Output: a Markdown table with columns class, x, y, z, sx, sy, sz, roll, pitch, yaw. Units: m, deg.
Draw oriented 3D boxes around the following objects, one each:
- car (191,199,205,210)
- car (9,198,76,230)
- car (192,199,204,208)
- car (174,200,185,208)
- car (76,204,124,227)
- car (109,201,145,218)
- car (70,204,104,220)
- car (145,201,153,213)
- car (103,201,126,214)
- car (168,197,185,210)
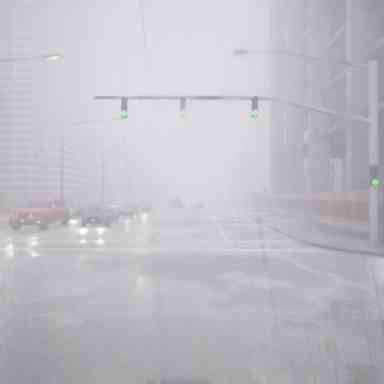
| class | x | y | z | sx | sy | sz | roll | pitch | yaw |
| --- | --- | --- | --- | --- | --- | --- | --- | --- | --- |
| car | 1.005 | 2.080 | 52.913 | 1.812 | 1.442 | 4.674 | 0 | -1 | 1 |
| car | -10.426 | 1.467 | 23.347 | 2.150 | 2.045 | 5.566 | 0 | -1 | 2 |
| car | 1.176 | 2.152 | 63.085 | 2.128 | 1.511 | 4.902 | 0 | -1 | 1 |
| car | -2.318 | 2.266 | 63.467 | 1.895 | 1.301 | 4.718 | 0 | -1 | 1 |
| car | -6.878 | 1.829 | 25.250 | 1.994 | 1.385 | 4.181 | 0 | -1 | 1 |
| car | -6.642 | 1.909 | 34.490 | 2.033 | 1.411 | 5.357 | 0 | -1 | 2 |
| car | -10.203 | 1.908 | 32.746 | 1.994 | 1.385 | 4.181 | 0 | -1 | 1 |
| car | -6.376 | 1.960 | 44.660 | 2.128 | 1.511 | 4.902 | 0 | -1 | 2 |
| car | -9.932 | 1.977 | 43.015 | 1.812 | 1.442 | 4.674 | 0 | -1 | 2 |
| car | -2.590 | 1.775 | 52.831 | 2.150 | 2.045 | 5.566 | 0 | -1 | 1 |
